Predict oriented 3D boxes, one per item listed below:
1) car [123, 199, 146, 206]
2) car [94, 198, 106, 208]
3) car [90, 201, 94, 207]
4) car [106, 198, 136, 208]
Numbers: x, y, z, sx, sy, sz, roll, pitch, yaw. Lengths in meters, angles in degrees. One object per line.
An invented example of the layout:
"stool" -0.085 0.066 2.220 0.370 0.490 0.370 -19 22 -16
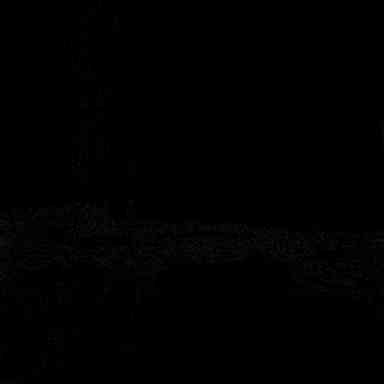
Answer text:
"car" -11.126 2.032 64.658 1.994 1.385 4.181 0 0 36
"car" -13.452 1.956 55.824 1.812 1.442 4.674 0 0 36
"car" -16.737 1.976 62.459 2.128 1.511 4.902 0 0 36
"car" -11.017 1.758 53.648 2.097 1.767 4.553 0 -1 36
